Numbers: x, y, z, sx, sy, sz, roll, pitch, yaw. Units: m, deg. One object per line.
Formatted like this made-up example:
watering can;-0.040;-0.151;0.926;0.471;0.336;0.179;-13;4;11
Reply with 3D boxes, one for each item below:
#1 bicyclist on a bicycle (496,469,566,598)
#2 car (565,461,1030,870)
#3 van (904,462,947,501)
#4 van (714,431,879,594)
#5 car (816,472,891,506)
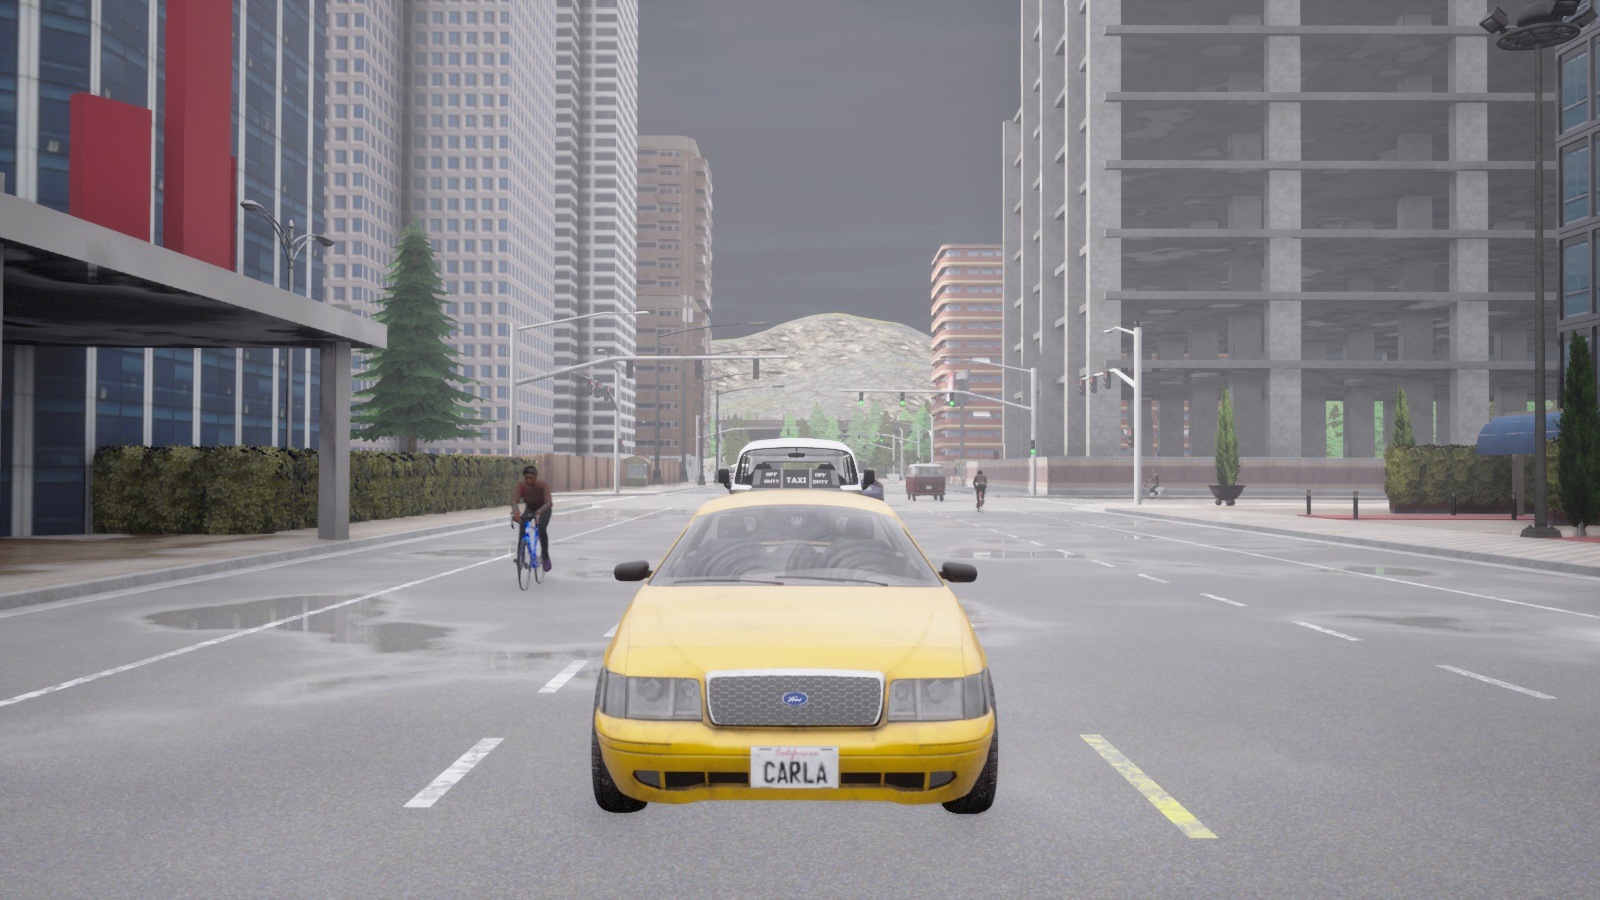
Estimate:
bicyclist on a bicycle;-3.542;1.060;16.632;0.582;1.620;1.656;0;-1;0
car;-0.019;0.881;7.562;1.801;1.575;5.366;0;-1;0
van;6.687;1.669;67.369;1.775;1.987;4.442;0;-1;-1
van;-0.046;0.844;18.038;2.069;2.038;4.480;0;-1;0
car;2.407;1.770;57.603;2.163;1.488;4.792;0;-1;-14
